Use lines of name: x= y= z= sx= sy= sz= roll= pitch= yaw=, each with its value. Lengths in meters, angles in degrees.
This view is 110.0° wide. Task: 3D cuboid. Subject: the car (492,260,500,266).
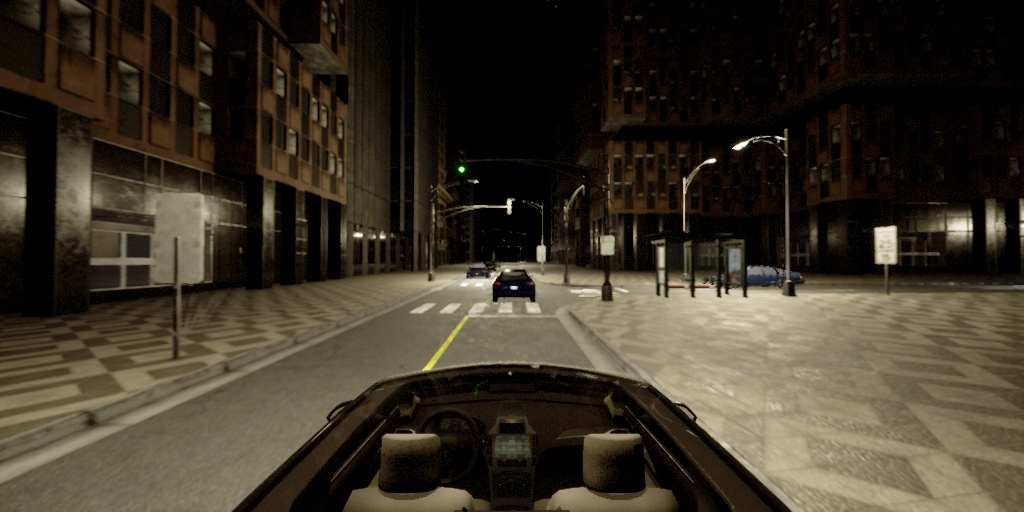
car: x=-3.095 y=1.376 z=48.678 sx=2.128 sy=1.511 sz=4.902 roll=0 pitch=0 yaw=0

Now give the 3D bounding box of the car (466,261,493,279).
car: x=-3.104 y=1.405 z=33.696 sx=1.994 sy=1.385 sz=4.181 roll=0 pitch=0 yaw=0

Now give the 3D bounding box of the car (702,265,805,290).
car: x=14.575 y=1.277 z=21.784 sx=5.357 sy=1.411 sz=2.033 roll=0 pitch=-1 yaw=0

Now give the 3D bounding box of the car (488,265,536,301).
car: x=0.085 y=1.320 z=17.343 sx=1.994 sy=1.385 sz=4.181 roll=0 pitch=0 yaw=0

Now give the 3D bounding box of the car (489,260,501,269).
car: x=-3.051 y=1.455 z=64.676 sx=1.812 sy=1.442 sz=4.674 roll=0 pitch=1 yaw=0
